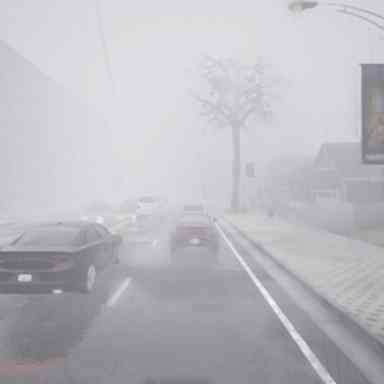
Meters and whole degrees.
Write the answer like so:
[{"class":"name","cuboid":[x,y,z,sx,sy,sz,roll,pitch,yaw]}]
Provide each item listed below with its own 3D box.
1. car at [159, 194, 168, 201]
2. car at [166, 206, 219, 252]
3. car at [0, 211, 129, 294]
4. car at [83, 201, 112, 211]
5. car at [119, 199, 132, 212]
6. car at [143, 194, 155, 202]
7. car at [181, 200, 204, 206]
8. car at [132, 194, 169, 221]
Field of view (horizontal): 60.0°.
[{"class":"car","cuboid":[-6.517,1.330,76.544,1.837,1.490,4.892,0,0,0]},{"class":"car","cuboid":[0.092,1.532,13.795,1.812,1.442,4.674,0,0,0]},{"class":"car","cuboid":[-3.168,1.482,8.797,1.882,1.535,5.008,0,0,0]},{"class":"car","cuboid":[-9.854,1.611,34.902,1.895,1.301,4.718,0,0,0]},{"class":"car","cuboid":[-6.601,1.515,36.093,1.837,1.490,4.892,0,0,0]},{"class":"car","cuboid":[-9.767,1.264,76.163,2.097,1.767,4.553,0,0,0]},{"class":"car","cuboid":[0.089,1.488,29.686,1.882,1.535,5.008,0,0,0]},{"class":"car","cuboid":[-3.161,1.232,27.226,2.150,2.045,5.566,0,0,0]}]
